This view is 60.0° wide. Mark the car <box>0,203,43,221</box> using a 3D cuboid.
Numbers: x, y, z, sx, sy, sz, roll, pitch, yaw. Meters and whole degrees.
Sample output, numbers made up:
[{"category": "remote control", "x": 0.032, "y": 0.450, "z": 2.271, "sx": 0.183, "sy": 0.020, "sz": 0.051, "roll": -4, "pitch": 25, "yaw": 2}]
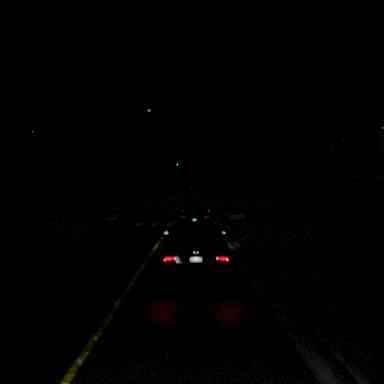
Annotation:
[{"category": "car", "x": -15.308, "y": 1.824, "z": 28.084, "sx": 4.206, "sy": 1.307, "sz": 1.802, "roll": -1, "pitch": 1, "yaw": 0}]

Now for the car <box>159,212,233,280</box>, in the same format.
[{"category": "car", "x": 0.095, "y": 1.575, "z": 10.019, "sx": 2.033, "sy": 1.411, "sz": 5.357, "roll": 0, "pitch": 0, "yaw": 0}]

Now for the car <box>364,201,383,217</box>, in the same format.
[{"category": "car", "x": 17.039, "y": 1.437, "z": 28.048, "sx": 4.403, "sy": 1.369, "sz": 2.008, "roll": -1, "pitch": 1, "yaw": 0}]

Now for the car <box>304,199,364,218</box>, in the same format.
[{"category": "car", "x": 11.660, "y": 1.514, "z": 28.054, "sx": 4.313, "sy": 1.339, "sz": 1.947, "roll": -1, "pitch": 1, "yaw": 0}]

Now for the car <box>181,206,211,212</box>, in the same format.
[{"category": "car", "x": 0.251, "y": 1.617, "z": 21.654, "sx": 1.994, "sy": 1.385, "sz": 4.181, "roll": 0, "pitch": 0, "yaw": 2}]

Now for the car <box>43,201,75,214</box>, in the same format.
[{"category": "car", "x": -15.479, "y": 1.711, "z": 36.608, "sx": 4.829, "sy": 1.417, "sz": 1.752, "roll": -1, "pitch": 1, "yaw": 0}]

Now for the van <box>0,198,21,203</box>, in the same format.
[{"category": "van", "x": -20.991, "y": 1.583, "z": 36.611, "sx": 3.998, "sy": 1.788, "sz": 1.690, "roll": -1, "pitch": 1, "yaw": 0}]
